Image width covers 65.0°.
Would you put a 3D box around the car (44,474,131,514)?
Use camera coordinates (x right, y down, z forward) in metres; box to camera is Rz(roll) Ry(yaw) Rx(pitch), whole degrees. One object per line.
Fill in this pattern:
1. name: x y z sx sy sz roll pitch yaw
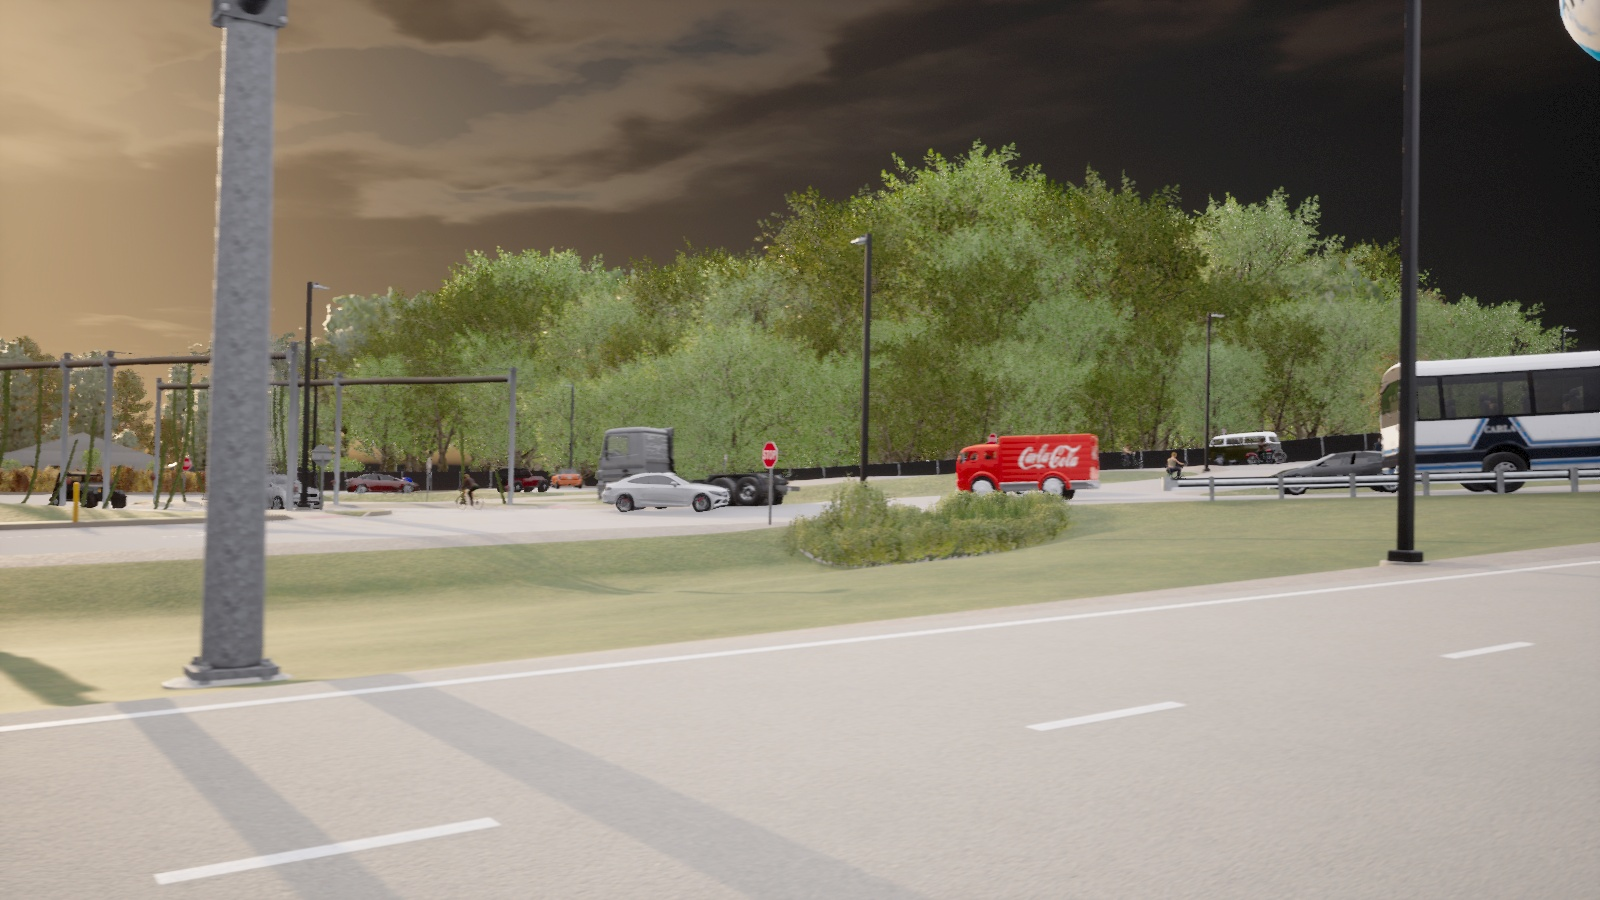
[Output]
1. car: -34.692 2.140 61.163 3.866 1.878 1.905 -1 -2 29

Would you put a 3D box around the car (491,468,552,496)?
1. car: -19.768 2.231 89.200 1.905 1.878 3.866 0 0 39

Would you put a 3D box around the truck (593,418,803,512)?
1. truck: -4.151 0.682 51.057 7.936 3.462 2.891 -2 -3 19

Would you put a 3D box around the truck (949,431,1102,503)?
1. truck: 8.487 0.678 47.160 5.204 2.467 2.627 -2 -2 21

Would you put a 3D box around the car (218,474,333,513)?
1. car: -22.919 1.906 54.835 4.611 1.667 2.242 -2 -2 29

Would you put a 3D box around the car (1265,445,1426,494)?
1. car: 18.908 0.710 43.789 4.792 1.488 2.163 -3 -2 13

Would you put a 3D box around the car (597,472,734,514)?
1. car: -4.891 1.555 45.981 4.674 1.442 1.812 -1 0 9

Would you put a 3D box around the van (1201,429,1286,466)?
1. van: 27.693 -0.125 78.434 2.069 2.038 4.480 1 -4 -41

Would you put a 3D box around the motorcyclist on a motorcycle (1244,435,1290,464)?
1. motorcyclist on a motorcycle: 27.595 -0.030 74.197 2.350 1.649 0.766 -3 -2 38

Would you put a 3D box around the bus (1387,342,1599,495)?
1. bus: 24.291 -0.995 38.846 10.273 4.253 3.944 -3 -3 13

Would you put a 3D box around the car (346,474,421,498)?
1. car: -28.726 2.484 86.594 4.792 1.488 2.163 -1 -1 -20
